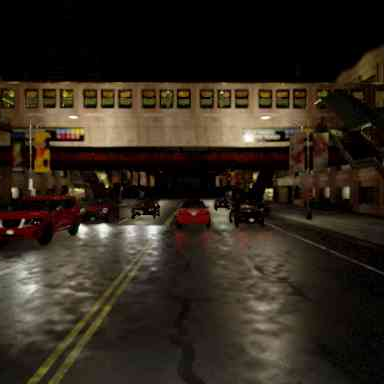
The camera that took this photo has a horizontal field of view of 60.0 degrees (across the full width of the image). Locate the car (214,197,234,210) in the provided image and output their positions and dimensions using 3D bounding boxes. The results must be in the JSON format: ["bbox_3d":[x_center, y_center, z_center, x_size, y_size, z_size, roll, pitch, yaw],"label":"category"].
[{"bbox_3d":[3.680,1.497,41.584,2.033,1.411,5.357,0,0,1],"label":"car"}]

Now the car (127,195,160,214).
[{"bbox_3d":[-3.501,1.187,25.747,1.837,1.490,4.892,0,0,0],"label":"car"}]

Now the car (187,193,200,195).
[{"bbox_3d":[0.212,1.166,45.648,2.150,2.045,5.566,0,0,0],"label":"car"}]

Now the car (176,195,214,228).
[{"bbox_3d":[0.100,1.325,22.292,2.097,1.767,4.553,0,0,0],"label":"car"}]

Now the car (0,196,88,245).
[{"bbox_3d":[-7.037,1.203,15.693,2.150,2.045,5.566,0,0,1],"label":"car"}]

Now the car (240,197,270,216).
[{"bbox_3d":[6.724,1.551,36.313,1.895,1.301,4.718,0,0,0],"label":"car"}]

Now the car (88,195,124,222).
[{"bbox_3d":[-7.028,1.321,25.825,2.097,1.767,4.553,0,0,1],"label":"car"}]

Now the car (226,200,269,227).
[{"bbox_3d":[3.600,1.498,22.363,1.812,1.442,4.674,0,0,0],"label":"car"}]

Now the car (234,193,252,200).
[{"bbox_3d":[6.678,1.175,43.708,2.435,2.045,5.566,0,0,0],"label":"car"}]

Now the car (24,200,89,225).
[{"bbox_3d":[-10.006,1.451,25.083,2.231,1.521,4.892,0,0,10],"label":"car"}]
